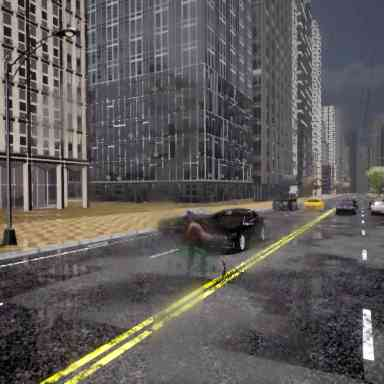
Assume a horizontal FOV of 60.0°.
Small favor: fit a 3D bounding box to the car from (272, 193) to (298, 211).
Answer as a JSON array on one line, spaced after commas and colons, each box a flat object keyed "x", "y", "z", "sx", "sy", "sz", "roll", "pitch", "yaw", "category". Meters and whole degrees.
[{"x": 11.278, "y": 1.201, "z": 39.995, "sx": 2.150, "sy": 2.045, "sz": 5.566, "roll": 0, "pitch": 0, "yaw": 27, "category": "car"}]

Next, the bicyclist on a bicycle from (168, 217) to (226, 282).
[{"x": 0.077, "y": 1.450, "z": 8.471, "sx": 1.656, "sy": 1.620, "sz": 0.582, "roll": -3, "pitch": -1, "yaw": 27, "category": "bicyclist on a bicycle"}]

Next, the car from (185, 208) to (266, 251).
[{"x": 1.784, "y": 1.492, "z": 14.239, "sx": 1.837, "sy": 1.490, "sz": 4.892, "roll": 0, "pitch": 2, "yaw": 28, "category": "car"}]

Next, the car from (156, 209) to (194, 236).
[{"x": 0.036, "y": 1.592, "z": 17.965, "sx": 1.895, "sy": 1.301, "sz": 4.718, "roll": 0, "pitch": 0, "yaw": 27, "category": "car"}]

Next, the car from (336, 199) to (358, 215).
[{"x": 15.952, "y": 1.530, "z": 34.396, "sx": 2.033, "sy": 1.411, "sz": 5.357, "roll": 0, "pitch": 0, "yaw": 27, "category": "car"}]

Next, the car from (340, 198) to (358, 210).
[{"x": 20.565, "y": 1.542, "z": 43.468, "sx": 1.994, "sy": 1.385, "sz": 4.181, "roll": 0, "pitch": 0, "yaw": 28, "category": "car"}]

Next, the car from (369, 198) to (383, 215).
[{"x": 19.095, "y": 1.584, "z": 33.523, "sx": 1.895, "sy": 1.301, "sz": 4.718, "roll": 0, "pitch": 0, "yaw": 28, "category": "car"}]

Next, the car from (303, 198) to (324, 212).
[{"x": 14.096, "y": 1.458, "z": 38.364, "sx": 1.882, "sy": 1.535, "sz": 5.008, "roll": 0, "pitch": 0, "yaw": 27, "category": "car"}]

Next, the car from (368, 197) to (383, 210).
[{"x": 23.762, "y": 1.471, "z": 42.658, "sx": 2.128, "sy": 1.511, "sz": 4.902, "roll": 0, "pitch": 0, "yaw": 28, "category": "car"}]
